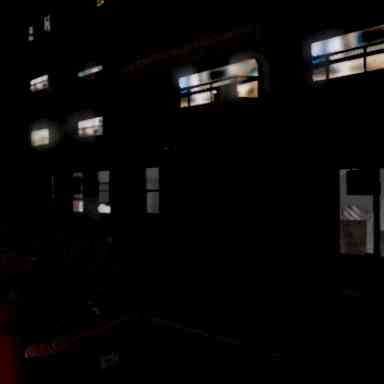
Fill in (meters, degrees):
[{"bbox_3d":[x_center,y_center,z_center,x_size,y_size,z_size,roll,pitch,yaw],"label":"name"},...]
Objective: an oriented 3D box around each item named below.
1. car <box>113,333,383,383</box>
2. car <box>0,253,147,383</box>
[{"bbox_3d":[1.891,1.567,1.383,4.313,1.339,1.947,0,-1,36],"label":"car"},{"bbox_3d":[-2.640,1.538,4.614,4.507,1.381,1.887,0,-1,36],"label":"car"}]
